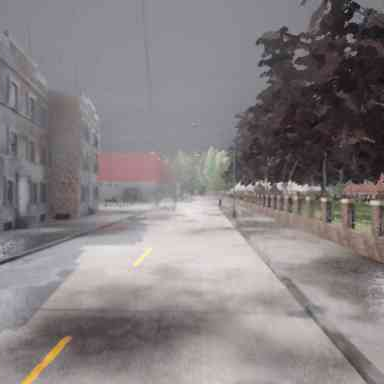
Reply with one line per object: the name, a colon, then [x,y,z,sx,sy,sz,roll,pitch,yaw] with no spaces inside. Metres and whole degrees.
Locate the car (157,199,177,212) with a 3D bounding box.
car: [-2.777,1.487,37.972,1.812,1.442,4.674,0,0,2]

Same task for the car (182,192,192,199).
car: [-1.113,1.088,80.454,2.150,2.045,5.566,0,0,2]
